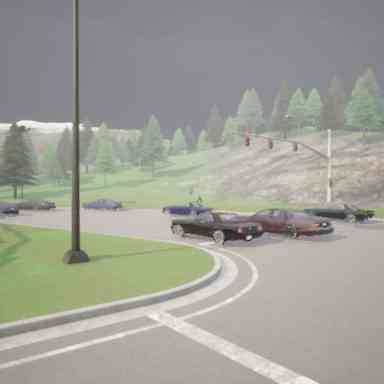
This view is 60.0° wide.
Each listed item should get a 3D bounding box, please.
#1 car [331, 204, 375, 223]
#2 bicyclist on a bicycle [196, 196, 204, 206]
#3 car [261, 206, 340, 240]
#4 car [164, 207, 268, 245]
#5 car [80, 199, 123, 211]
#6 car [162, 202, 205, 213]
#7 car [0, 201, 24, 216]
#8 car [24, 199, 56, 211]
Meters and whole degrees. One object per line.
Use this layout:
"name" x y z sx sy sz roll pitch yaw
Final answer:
"car" 11.077 1.580 25.357 1.895 1.301 4.718 0 0 -43
"bicyclist on a bicycle" 0.940 1.282 38.447 0.582 1.620 1.656 0 0 34
"car" 4.395 1.536 17.148 2.033 1.411 5.357 0 0 -42
"car" 0.959 1.592 15.565 1.895 1.301 4.718 0 0 -39
"car" -11.076 1.535 40.723 5.357 1.411 2.033 0 0 24
"car" -0.456 1.586 30.195 4.718 1.301 1.895 0 0 35
"car" -18.890 1.561 32.162 4.181 1.385 1.994 0 0 20
"car" -19.039 1.541 39.851 5.357 1.411 2.033 0 0 15
